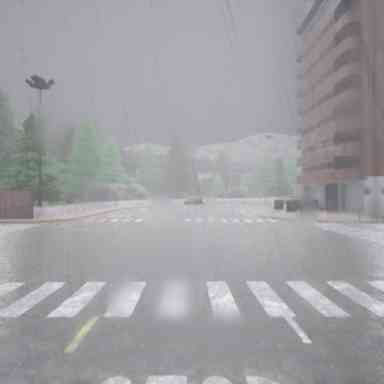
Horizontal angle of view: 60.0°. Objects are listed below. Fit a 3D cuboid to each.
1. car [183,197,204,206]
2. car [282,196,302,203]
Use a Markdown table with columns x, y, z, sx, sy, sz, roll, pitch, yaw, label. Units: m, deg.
| x | y | z | sx | sy | sz | roll | pitch | yaw | label |
| --- | --- | --- | --- | --- | --- | --- | --- | --- | --- |
| 0.349 | 1.710 | 59.791 | 1.837 | 1.490 | 4.892 | -2 | -1 | 36 | car |
| 21.942 | 1.716 | 72.994 | 4.902 | 1.511 | 2.128 | 0 | 0 | -9 | car |
